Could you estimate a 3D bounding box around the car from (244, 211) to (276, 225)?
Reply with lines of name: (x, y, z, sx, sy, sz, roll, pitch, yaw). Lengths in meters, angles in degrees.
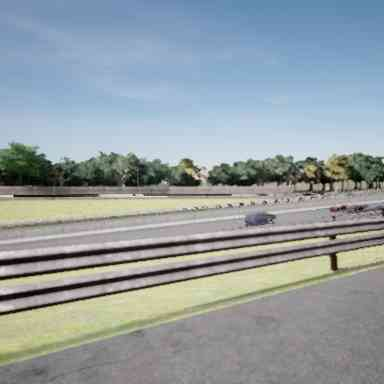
car: (9.840, 3.956, 49.087, 4.181, 1.385, 1.994, -4, 2, -26)

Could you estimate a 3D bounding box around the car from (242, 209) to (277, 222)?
car: (10.958, 3.788, 53.555, 5.357, 1.411, 2.033, -4, 2, -26)

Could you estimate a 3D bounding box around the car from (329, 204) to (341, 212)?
car: (27.938, 2.834, 62.014, 4.718, 1.301, 1.895, -4, 2, -26)

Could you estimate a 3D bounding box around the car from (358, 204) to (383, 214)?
car: (31.037, 2.833, 55.737, 5.357, 1.411, 2.033, -4, 2, -26)

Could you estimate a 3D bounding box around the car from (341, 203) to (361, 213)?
car: (29.483, 2.756, 58.872, 4.902, 1.511, 2.128, -4, 2, -26)
